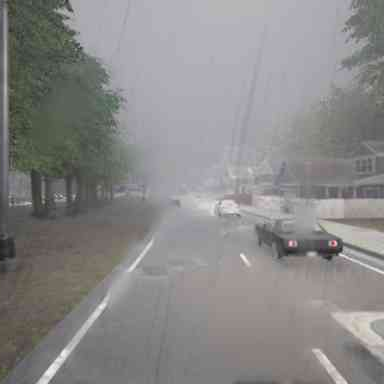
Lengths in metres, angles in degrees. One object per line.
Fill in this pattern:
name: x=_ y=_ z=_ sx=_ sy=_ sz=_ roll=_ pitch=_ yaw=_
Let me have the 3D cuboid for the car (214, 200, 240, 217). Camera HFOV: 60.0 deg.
car: x=3.124 y=1.450 z=29.888 sx=1.812 sy=1.442 sz=4.674 roll=0 pitch=0 yaw=-3

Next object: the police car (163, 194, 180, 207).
police car: x=-2.690 y=1.278 z=46.862 sx=1.930 sy=1.638 sz=5.238 roll=0 pitch=0 yaw=-5

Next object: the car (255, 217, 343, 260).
car: x=3.586 y=1.571 z=12.181 sx=1.895 sy=1.301 sz=4.718 roll=0 pitch=0 yaw=0

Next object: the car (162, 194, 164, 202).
car: x=-3.742 y=1.296 z=56.714 sx=1.837 sy=1.490 sz=4.892 roll=0 pitch=0 yaw=-7

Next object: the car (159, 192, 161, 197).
car: x=-6.356 y=1.128 z=80.904 sx=1.895 sy=1.301 sz=4.718 roll=0 pitch=0 yaw=-11

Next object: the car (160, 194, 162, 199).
car: x=-4.508 y=1.275 z=62.677 sx=1.812 sy=1.442 sz=4.674 roll=0 pitch=0 yaw=-8
